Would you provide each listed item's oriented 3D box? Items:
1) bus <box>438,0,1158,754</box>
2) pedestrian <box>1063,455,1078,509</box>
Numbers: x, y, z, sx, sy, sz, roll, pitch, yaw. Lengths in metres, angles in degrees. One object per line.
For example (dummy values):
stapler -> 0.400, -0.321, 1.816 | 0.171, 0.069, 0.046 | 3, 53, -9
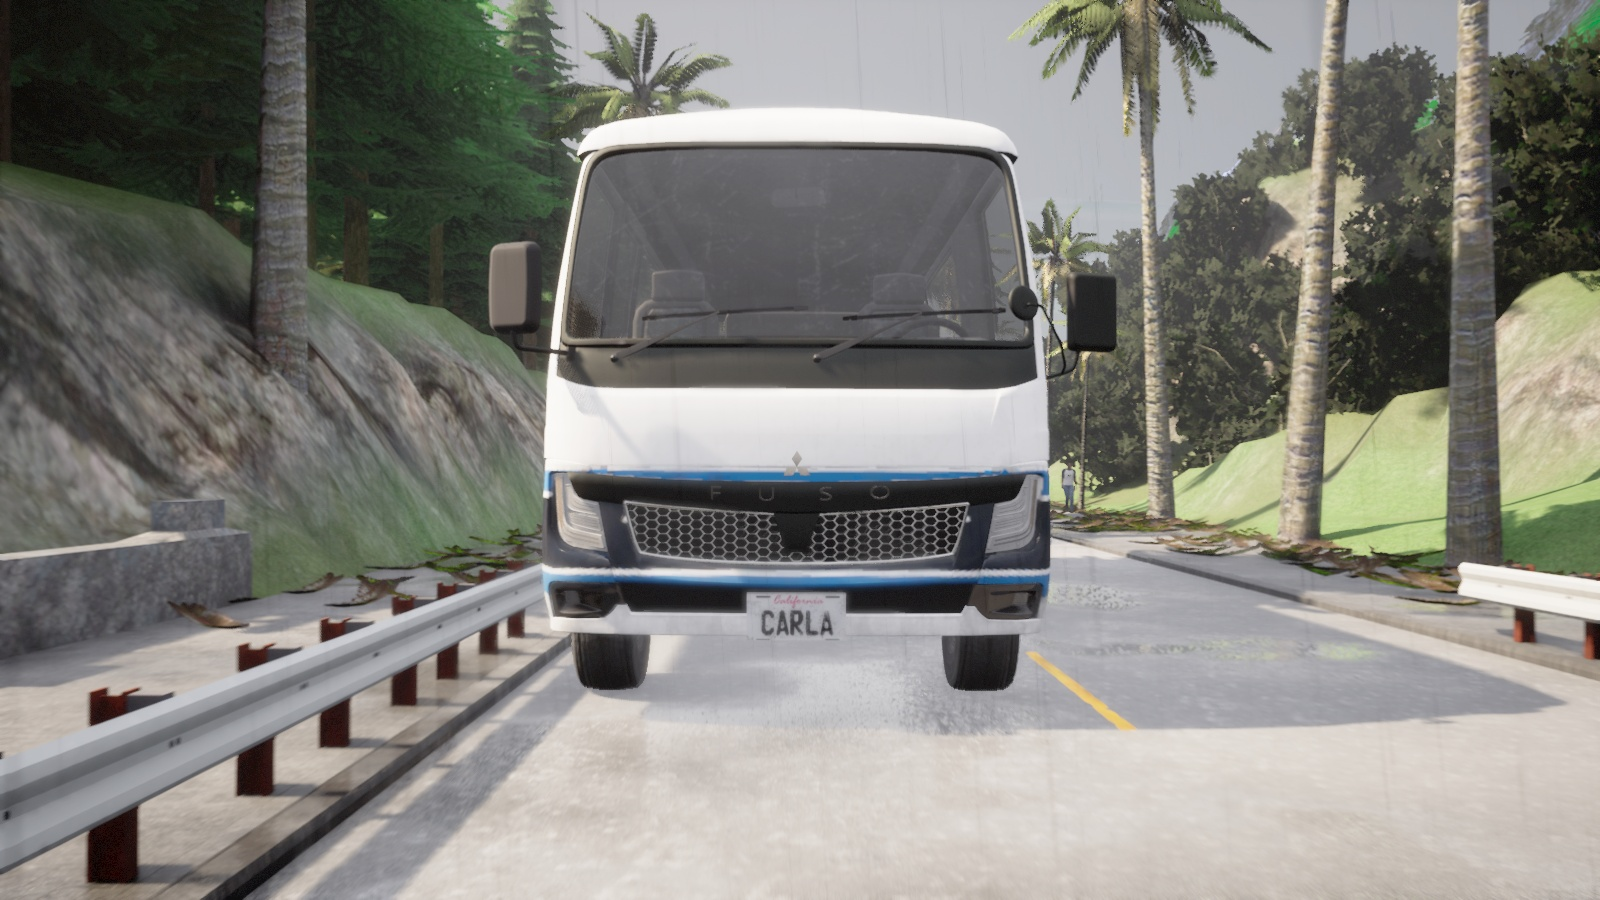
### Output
bus -> -0.031, -0.360, 12.055 | 3.944, 4.253, 10.273 | 0, -1, 0
pedestrian -> 9.293, 1.111, 43.166 | 0.354, 1.836, 0.706 | 0, -1, 0
